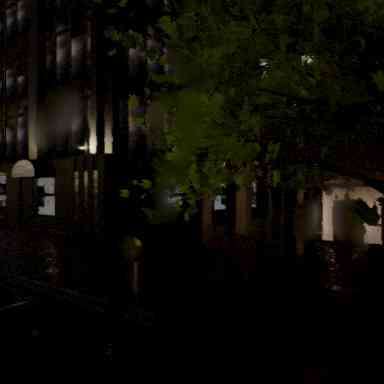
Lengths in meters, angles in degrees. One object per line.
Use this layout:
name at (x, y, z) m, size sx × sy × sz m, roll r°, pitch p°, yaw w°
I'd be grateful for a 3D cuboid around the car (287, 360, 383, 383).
car at (2.400, 1.541, 1.154) m, size 4.507 × 1.381 × 1.887 m, roll 0°, pitch 0°, yaw 36°
